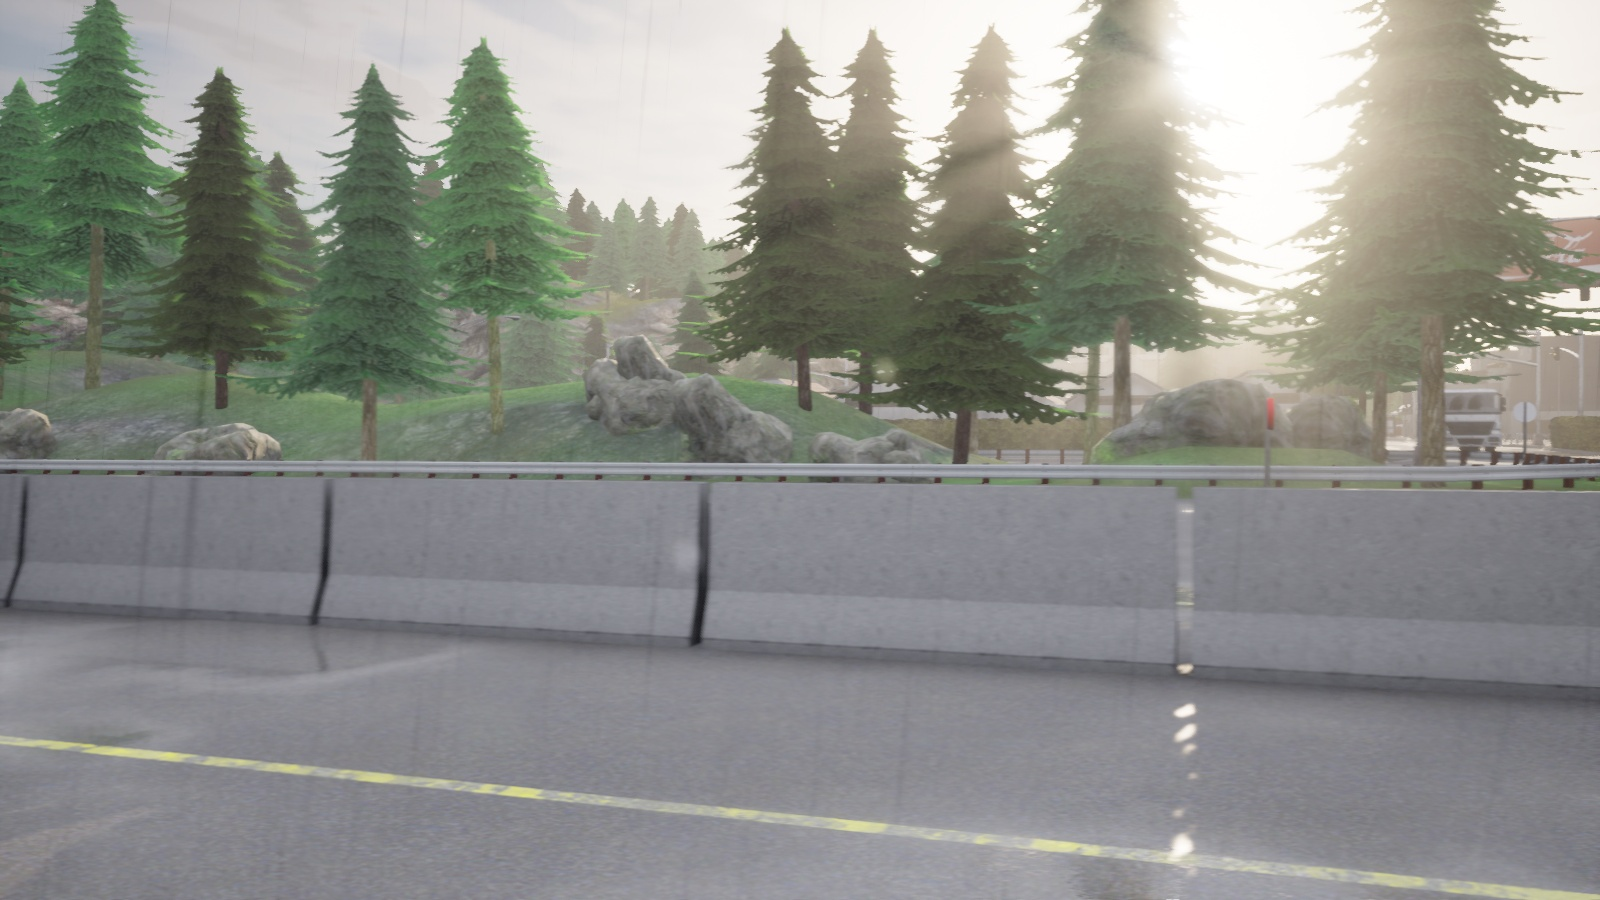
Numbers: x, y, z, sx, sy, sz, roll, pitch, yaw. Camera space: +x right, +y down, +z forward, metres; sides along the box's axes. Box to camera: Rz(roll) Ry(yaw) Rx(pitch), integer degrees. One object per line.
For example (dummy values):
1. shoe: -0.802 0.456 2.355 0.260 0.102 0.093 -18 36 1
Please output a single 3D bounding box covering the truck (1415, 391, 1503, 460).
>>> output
1. truck: 34.989 -1.275 66.956 2.891 3.462 7.936 1 1 18
